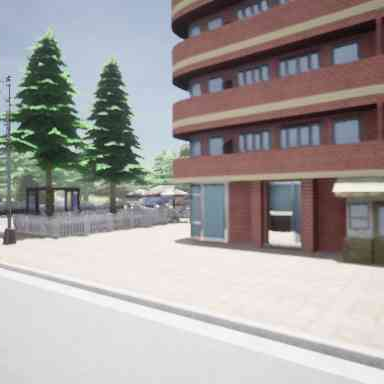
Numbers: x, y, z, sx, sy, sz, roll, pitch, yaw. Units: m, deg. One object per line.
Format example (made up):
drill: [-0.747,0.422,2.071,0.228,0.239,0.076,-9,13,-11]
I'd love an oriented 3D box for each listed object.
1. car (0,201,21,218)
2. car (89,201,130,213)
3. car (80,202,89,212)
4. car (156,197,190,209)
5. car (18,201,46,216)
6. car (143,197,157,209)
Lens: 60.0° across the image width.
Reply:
car: [-19.612,1.759,35.648,2.097,1.767,4.553,-1,-1,37]
car: [-10.134,1.873,42.342,1.837,1.490,4.892,-1,-1,38]
car: [-14.400,1.974,42.539,1.994,1.385,4.181,-1,-1,37]
car: [-2.491,1.837,50.793,5.008,1.535,1.882,-1,0,-40]
car: [-15.534,1.929,35.255,1.994,1.385,4.181,-1,-1,37]
car: [-5.135,1.625,53.206,5.566,2.045,2.150,0,-1,-41]
